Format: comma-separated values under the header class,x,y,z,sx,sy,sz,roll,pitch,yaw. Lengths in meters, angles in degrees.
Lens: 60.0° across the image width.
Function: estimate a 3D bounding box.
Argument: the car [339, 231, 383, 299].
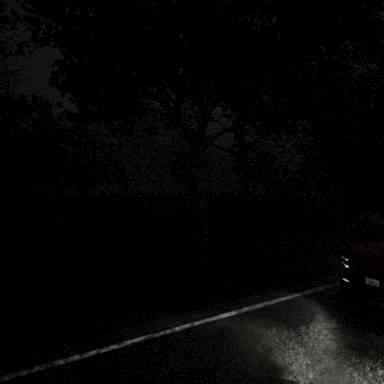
class,x,y,z,sx,sy,sz,roll,pitch,yaw
car,5.245,1.355,7.251,5.008,1.535,1.882,1,0,-34
